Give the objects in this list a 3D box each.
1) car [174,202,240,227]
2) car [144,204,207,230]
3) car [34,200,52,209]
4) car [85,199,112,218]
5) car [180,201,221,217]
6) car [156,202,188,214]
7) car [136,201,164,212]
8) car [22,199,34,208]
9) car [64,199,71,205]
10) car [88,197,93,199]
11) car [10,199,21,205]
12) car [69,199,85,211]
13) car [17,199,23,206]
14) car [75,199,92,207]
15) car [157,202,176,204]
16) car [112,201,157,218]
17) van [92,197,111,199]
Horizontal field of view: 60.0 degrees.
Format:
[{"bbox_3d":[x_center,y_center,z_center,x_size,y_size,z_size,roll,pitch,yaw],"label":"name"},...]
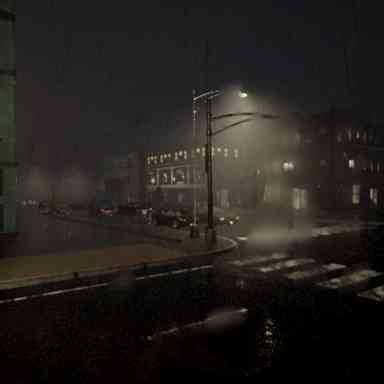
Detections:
[{"bbox_3d":[1.112,1.723,24.612,2.033,1.411,5.357,-1,0,-36],"label":"car"},{"bbox_3d":[-1.242,1.779,23.229,1.947,1.339,4.313,-2,0,-36],"label":"car"},{"bbox_3d":[-25.206,2.198,56.967,1.752,1.417,4.829,-2,0,-36],"label":"car"},{"bbox_3d":[-9.215,1.811,34.589,1.967,1.590,4.097,-2,0,-36],"label":"car"},{"bbox_3d":[0.823,1.750,34.961,2.008,1.369,4.403,-2,0,-36],"label":"car"},{"bbox_3d":[-2.395,1.844,39.464,1.802,1.307,4.206,-2,0,-36],"label":"car"},{"bbox_3d":[-5.613,1.906,43.967,1.802,1.307,4.206,-2,0,-36],"label":"car"},{"bbox_3d":[-31.743,2.341,66.112,2.008,1.369,4.403,-2,0,-36],"label":"car"},{"bbox_3d":[-28.144,2.305,75.489,1.947,1.339,4.313,-2,0,-36],"label":"car"},{"bbox_3d":[-18.495,1.881,61.979,2.192,1.841,5.009,-2,0,-36],"label":"car"},{"bbox_3d":[-44.616,2.563,84.123,1.887,1.381,4.507,-2,0,-36],"label":"car"},{"bbox_3d":[-16.106,2.110,48.804,1.895,1.301,4.718,-1,0,-35],"label":"car"},{"bbox_3d":[-38.182,2.345,75.117,1.967,1.590,4.097,-2,0,-36],"label":"car"},{"bbox_3d":[-21.707,2.169,66.483,1.887,1.381,4.507,-2,0,-36],"label":"car"},{"bbox_3d":[-1.394,1.799,33.602,1.994,1.385,4.181,-1,0,-35],"label":"car"},{"bbox_3d":[-6.060,1.809,34.650,2.128,1.511,4.902,-1,0,-36],"label":"car"},{"bbox_3d":[-15.275,1.848,57.476,1.690,1.788,3.998,-2,0,-36],"label":"van"}]
